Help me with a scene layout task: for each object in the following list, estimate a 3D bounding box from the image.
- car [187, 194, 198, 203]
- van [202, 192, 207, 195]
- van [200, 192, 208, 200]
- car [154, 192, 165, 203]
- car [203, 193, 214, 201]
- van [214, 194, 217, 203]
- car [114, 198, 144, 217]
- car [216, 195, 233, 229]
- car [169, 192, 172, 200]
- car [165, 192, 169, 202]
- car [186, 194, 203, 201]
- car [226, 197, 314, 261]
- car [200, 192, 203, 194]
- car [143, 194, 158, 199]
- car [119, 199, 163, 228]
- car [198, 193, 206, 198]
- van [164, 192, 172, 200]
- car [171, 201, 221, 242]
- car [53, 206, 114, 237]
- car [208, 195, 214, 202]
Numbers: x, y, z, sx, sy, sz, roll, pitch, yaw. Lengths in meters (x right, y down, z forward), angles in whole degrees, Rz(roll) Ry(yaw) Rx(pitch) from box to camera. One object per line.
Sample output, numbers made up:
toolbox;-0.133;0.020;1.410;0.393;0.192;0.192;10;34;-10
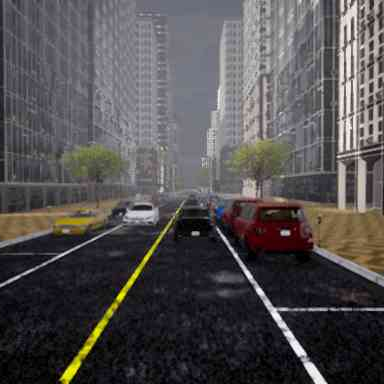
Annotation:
car;0.107;1.167;61.278;1.837;1.490;4.892;0;0;0
van;2.685;1.089;46.017;1.690;1.788;3.998;-1;0;0
van;2.689;0.929;74.436;1.690;1.788;3.998;-1;0;0
car;-5.693;1.156;51.702;1.967;1.590;4.097;-1;0;0
car;2.686;1.219;40.334;1.967;1.590;4.097;-1;0;0
van;2.683;1.214;23.283;1.690;1.788;3.998;-1;0;0
car;-5.695;1.408;28.969;1.947;1.339;4.313;-1;0;0
car;2.682;1.219;17.600;2.192;1.841;5.009;-1;0;0
car;-5.689;1.170;74.438;1.802;1.307;4.206;-1;0;0
car;-5.694;0.999;57.385;2.192;1.841;5.009;-1;0;0
car;0.107;1.325;43.527;1.994;1.385;4.181;0;0;0
car;2.681;1.250;11.916;2.192;1.841;5.009;-1;0;0
car;2.690;1.203;63.069;2.008;1.369;4.403;-1;0;0
car;-5.694;1.330;40.336;2.008;1.369;4.403;-1;0;0
car;-3.096;1.411;21.140;1.812;1.442;4.674;0;0;0
car;2.746;1.053;91.486;1.947;1.339;4.313;-1;0;0
van;-5.690;0.896;80.120;1.690;1.788;3.998;-1;0;0
car;0.098;1.418;15.890;1.837;1.490;4.892;0;0;-1
car;-5.696;1.431;17.431;1.752;1.417;4.829;-1;0;0
car;2.685;1.282;28.967;1.967;1.590;4.097;-1;0;0
